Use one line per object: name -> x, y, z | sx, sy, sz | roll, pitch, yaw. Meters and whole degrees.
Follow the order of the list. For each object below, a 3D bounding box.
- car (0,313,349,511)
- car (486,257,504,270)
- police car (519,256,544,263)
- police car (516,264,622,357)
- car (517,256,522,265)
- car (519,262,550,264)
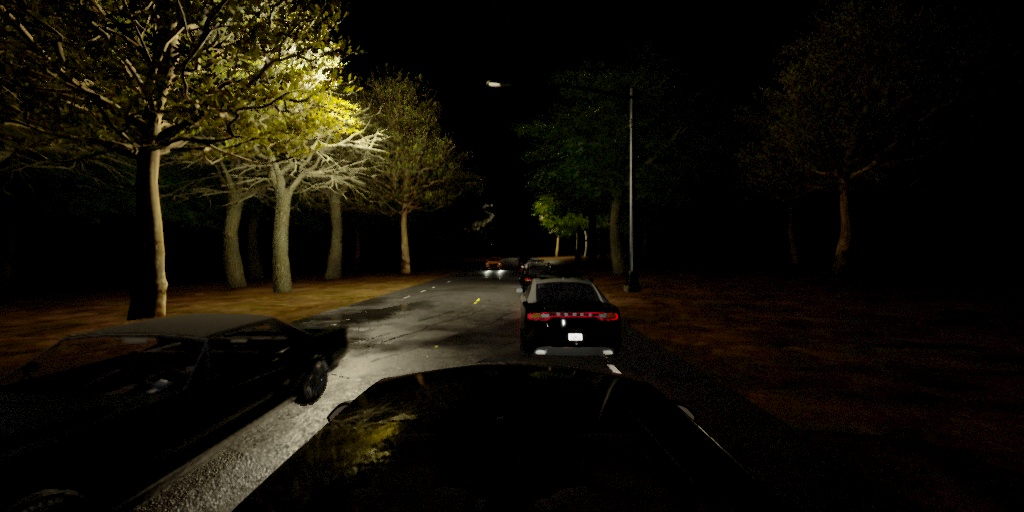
car -> -3.567, 1.350, 3.527 | 1.895, 1.301, 4.718 | 0, 0, 0
car -> -2.105, 0.872, 44.663 | 1.882, 1.535, 5.008 | 0, 1, 3
police car -> 1.658, 1.052, 24.585 | 1.930, 1.638, 5.238 | 0, 1, 3
police car -> 1.123, 1.164, 8.670 | 1.930, 1.638, 5.238 | 0, 0, 1
car -> 1.803, 0.824, 50.144 | 1.837, 1.490, 4.892 | 0, 1, 2
car -> 1.399, 1.211, 18.498 | 1.812, 1.442, 4.674 | 0, 0, 2
